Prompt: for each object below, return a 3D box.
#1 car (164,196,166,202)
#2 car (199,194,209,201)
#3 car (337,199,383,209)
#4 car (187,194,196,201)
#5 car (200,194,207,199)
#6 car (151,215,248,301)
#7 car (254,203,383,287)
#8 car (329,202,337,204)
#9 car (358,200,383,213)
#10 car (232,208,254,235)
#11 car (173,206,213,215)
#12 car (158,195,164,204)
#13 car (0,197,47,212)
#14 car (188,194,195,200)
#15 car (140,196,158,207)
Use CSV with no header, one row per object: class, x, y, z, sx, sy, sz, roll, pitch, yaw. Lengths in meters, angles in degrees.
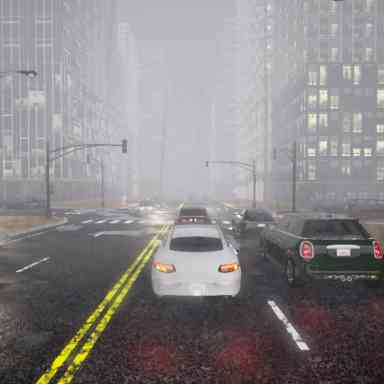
car,-6.680,1.416,71.451,1.882,1.535,5.008,0,0,0
car,3.050,1.396,80.332,1.882,1.535,5.008,0,0,0
car,16.127,1.519,29.575,5.009,1.841,2.192,1,0,1
car,-0.200,1.418,80.325,1.837,1.490,4.892,0,0,0
car,3.023,1.266,90.749,1.812,1.442,4.674,0,0,0
car,0.081,1.522,8.160,1.812,1.442,4.674,0,0,0
car,3.327,1.348,9.436,2.097,1.767,4.553,0,0,0
car,15.004,1.701,35.378,4.718,1.301,1.895,0,1,1
car,21.715,1.643,37.876,4.829,1.417,1.752,1,0,1
car,3.305,1.555,17.823,1.994,1.385,4.181,0,0,0
car,0.057,1.495,17.408,1.837,1.490,4.892,0,0,0
car,-6.721,1.429,61.076,1.882,1.535,5.008,0,0,1
car,-18.262,1.294,35.839,4.902,1.511,2.128,1,1,1
car,-0.227,1.220,90.742,1.882,1.535,5.008,0,0,0
car,-6.717,1.528,50.752,1.994,1.385,4.181,0,0,0
